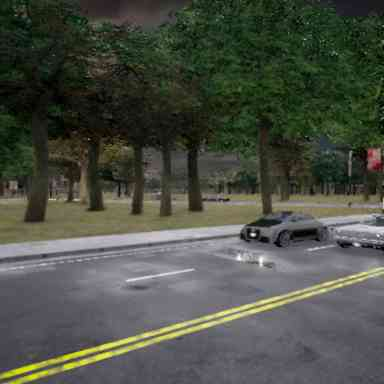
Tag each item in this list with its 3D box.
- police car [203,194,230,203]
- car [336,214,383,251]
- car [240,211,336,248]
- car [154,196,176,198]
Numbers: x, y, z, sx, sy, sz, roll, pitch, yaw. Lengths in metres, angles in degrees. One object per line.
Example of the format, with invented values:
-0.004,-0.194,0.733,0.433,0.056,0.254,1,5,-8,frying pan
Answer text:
4.655,1.217,62.597,5.238,1.638,1.930,0,0,31,police car
7.673,1.561,13.147,4.718,1.301,1.895,0,0,-35,car
4.089,1.530,14.582,4.181,1.385,1.994,0,0,-35,car
-5.676,0.965,65.056,5.357,1.411,2.033,0,0,31,car
